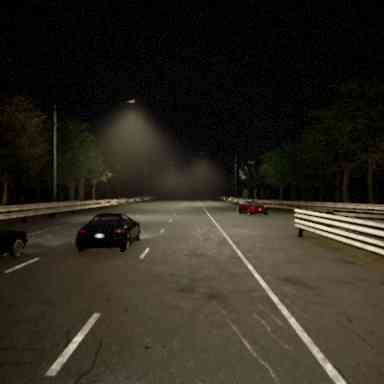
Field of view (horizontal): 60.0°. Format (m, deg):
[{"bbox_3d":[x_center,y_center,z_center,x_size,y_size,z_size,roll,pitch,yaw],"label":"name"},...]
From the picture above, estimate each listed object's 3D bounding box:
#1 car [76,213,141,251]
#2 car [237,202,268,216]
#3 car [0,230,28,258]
[{"bbox_3d":[-3.398,1.588,14.215,1.994,1.385,4.181,0,0,0],"label":"car"},{"bbox_3d":[6.180,1.678,34.614,1.994,1.385,4.181,0,0,-14],"label":"car"},{"bbox_3d":[-6.896,1.616,9.984,1.895,1.301,4.718,0,0,0],"label":"car"}]
